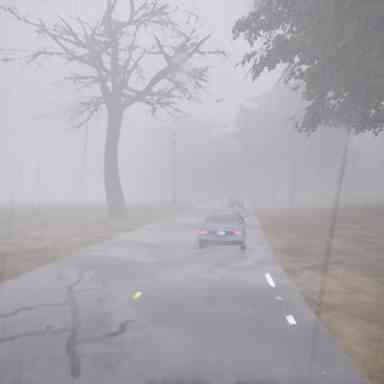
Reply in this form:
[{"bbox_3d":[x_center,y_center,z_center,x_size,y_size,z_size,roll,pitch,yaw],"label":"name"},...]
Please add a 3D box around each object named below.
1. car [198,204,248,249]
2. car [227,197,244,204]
[{"bbox_3d":[1.377,1.475,14.230,2.033,1.411,5.357,0,1,8],"label":"car"},{"bbox_3d":[5.243,1.291,39.702,1.895,1.301,4.718,0,0,9],"label":"car"}]
